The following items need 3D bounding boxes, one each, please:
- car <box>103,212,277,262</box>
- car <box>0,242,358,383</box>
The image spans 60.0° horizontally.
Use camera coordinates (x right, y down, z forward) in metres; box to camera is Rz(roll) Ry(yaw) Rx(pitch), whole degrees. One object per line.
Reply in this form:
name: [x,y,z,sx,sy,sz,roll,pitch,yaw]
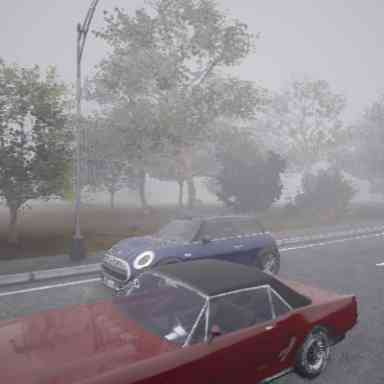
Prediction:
car: [0.096,1.357,8.404,4.553,1.767,2.097,0,0,-36]
car: [-0.129,1.603,3.920,4.718,1.301,1.895,0,0,-36]
